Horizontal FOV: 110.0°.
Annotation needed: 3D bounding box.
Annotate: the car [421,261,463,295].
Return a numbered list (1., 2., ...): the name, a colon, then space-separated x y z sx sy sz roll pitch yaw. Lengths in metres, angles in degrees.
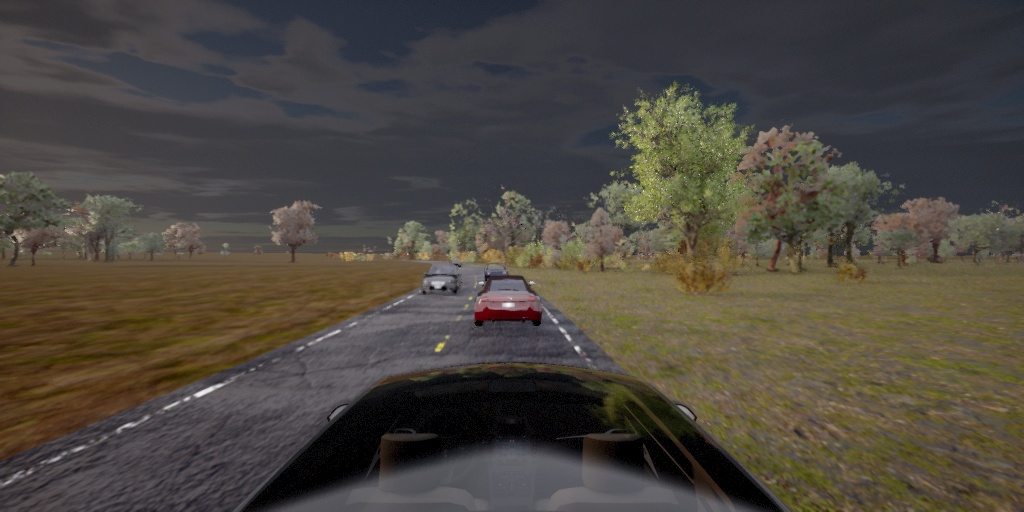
1. car: -3.800 1.248 19.994 2.128 1.511 4.902 0 0 -4

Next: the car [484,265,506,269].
1. car: -1.400 1.353 29.698 1.895 1.301 4.718 0 0 -6

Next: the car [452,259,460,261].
1. car: -9.696 1.256 62.195 1.837 1.490 4.892 0 0 -12

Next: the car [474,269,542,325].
1. car: -0.169 1.314 11.850 1.994 1.385 4.181 0 0 -2
